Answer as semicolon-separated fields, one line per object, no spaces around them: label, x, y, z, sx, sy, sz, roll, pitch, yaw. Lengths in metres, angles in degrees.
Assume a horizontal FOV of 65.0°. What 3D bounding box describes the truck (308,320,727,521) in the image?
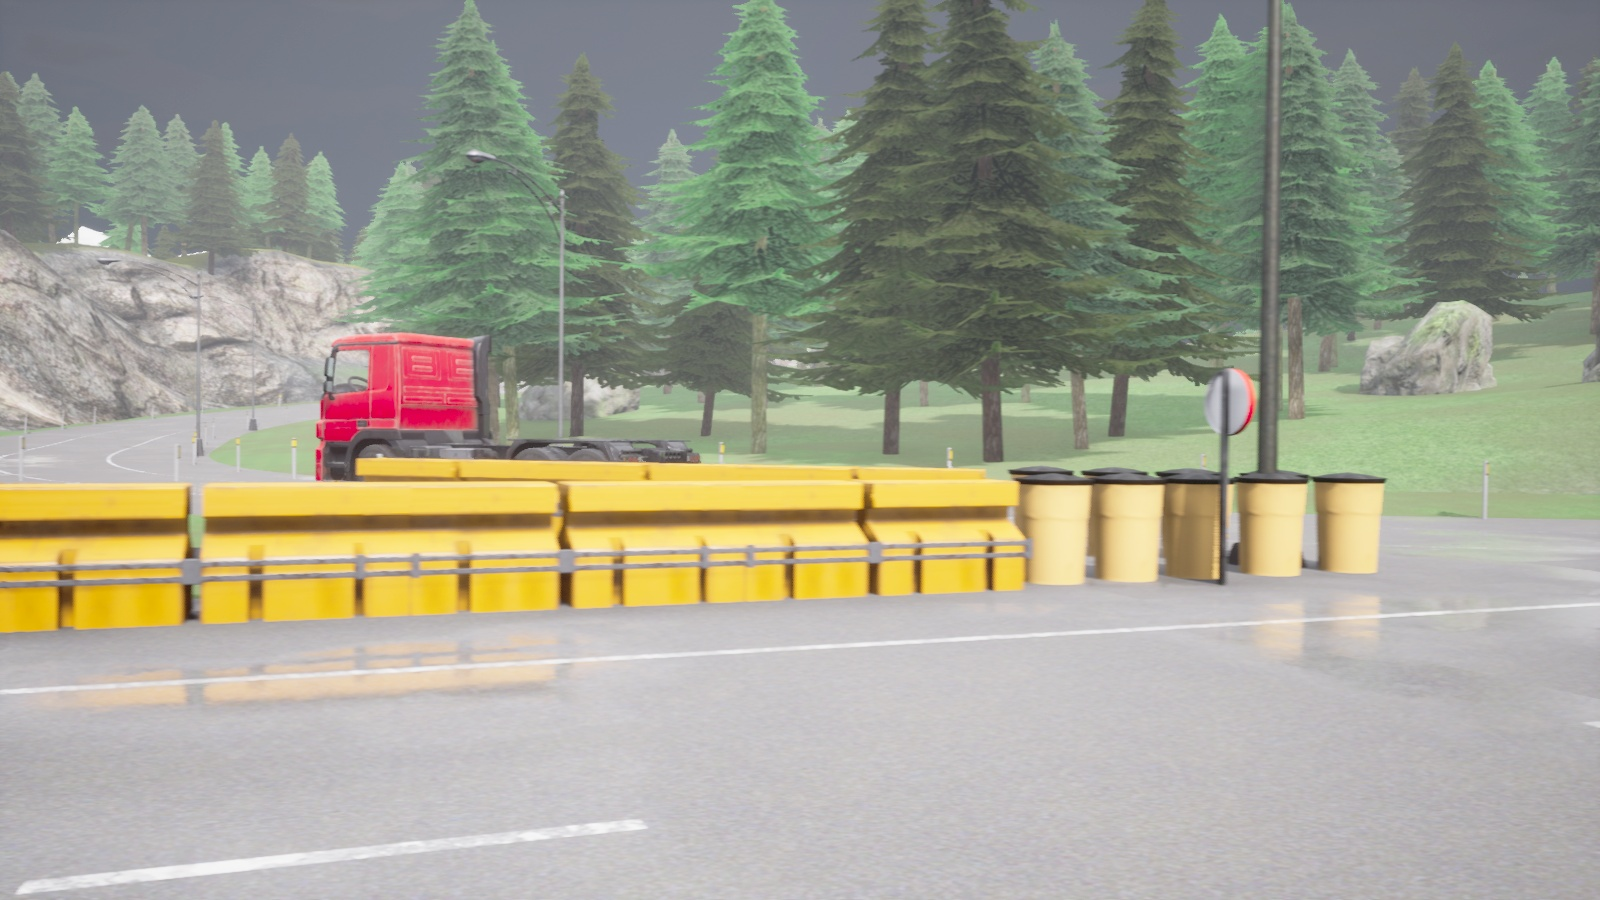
truck;-5.623;-0.525;24.683;7.936;3.462;2.891;0;1;26
